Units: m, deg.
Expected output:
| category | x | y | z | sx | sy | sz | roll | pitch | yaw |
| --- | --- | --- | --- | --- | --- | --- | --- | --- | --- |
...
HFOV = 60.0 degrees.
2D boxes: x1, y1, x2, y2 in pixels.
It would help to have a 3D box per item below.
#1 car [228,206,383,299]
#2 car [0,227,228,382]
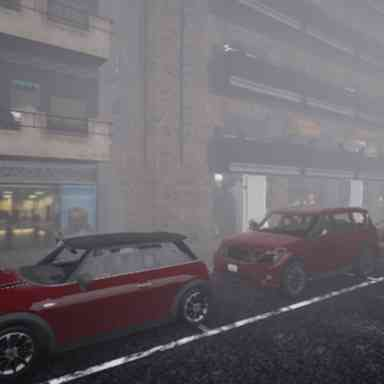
| category | x | y | z | sx | sy | sz | roll | pitch | yaw |
| --- | --- | --- | --- | --- | --- | --- | --- | --- | --- |
| car | 2.929 | 1.325 | 8.663 | 5.009 | 1.841 | 2.192 | 0 | 0 | -36 |
| car | -1.654 | 1.443 | 5.381 | 4.097 | 1.590 | 1.967 | 0 | 0 | -36 |
